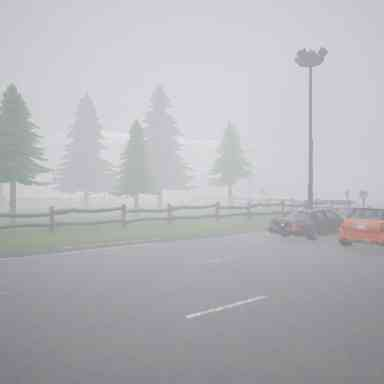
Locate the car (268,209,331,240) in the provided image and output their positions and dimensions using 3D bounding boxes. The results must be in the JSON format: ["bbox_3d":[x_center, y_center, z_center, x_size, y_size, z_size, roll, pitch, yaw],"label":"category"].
[{"bbox_3d":[6.236,1.560,16.916,5.357,1.411,2.033,0,0,-35],"label":"car"}]

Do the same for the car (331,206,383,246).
[{"bbox_3d":[8.244,1.363,14.049,4.553,1.767,2.097,0,0,-35],"label":"car"}]
